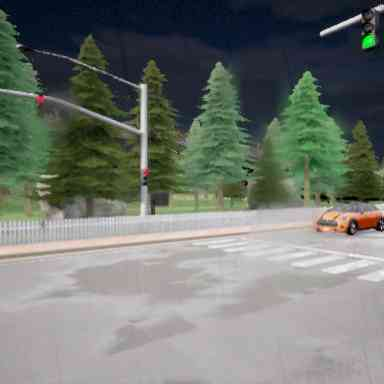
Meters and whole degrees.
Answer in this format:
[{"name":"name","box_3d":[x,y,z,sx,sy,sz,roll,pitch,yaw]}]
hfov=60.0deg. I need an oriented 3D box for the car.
[{"name":"car","box_3d":[8.942,1.374,18.913,4.553,1.767,2.097,0,0,-35]}]
